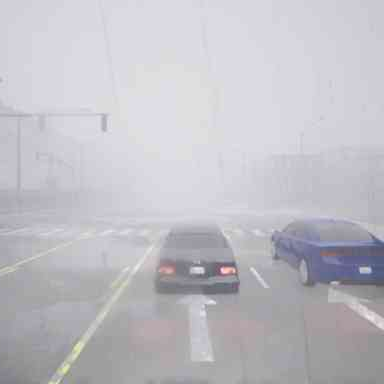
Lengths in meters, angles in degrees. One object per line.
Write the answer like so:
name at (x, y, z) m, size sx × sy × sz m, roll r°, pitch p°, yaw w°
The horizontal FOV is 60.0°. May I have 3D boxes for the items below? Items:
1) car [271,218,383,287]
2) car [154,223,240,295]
car at (3.600, 1.474, 9.376) m, size 1.882 × 1.535 × 5.008 m, roll 0°, pitch 0°, yaw 0°
car at (0.098, 1.544, 8.852) m, size 2.033 × 1.411 × 5.357 m, roll 0°, pitch 0°, yaw 0°
